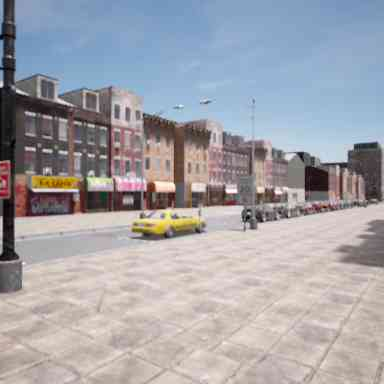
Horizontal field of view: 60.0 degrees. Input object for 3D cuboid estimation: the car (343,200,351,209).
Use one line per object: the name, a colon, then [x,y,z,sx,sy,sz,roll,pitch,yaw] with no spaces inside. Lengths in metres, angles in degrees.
car: [21.706,1.863,49.295,2.008,1.369,4.403,-1,-1,35]

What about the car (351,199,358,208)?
car: [24.962,1.925,53.882,2.008,1.369,4.403,-1,-1,35]

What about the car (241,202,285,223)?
car: [5.422,1.625,26.360,1.947,1.339,4.313,0,-1,35]

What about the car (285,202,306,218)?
car: [8.679,1.654,30.947,2.008,1.369,4.403,0,-1,35]

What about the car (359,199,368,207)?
car: [31.477,2.058,63.057,2.008,1.369,4.403,-1,-1,35]

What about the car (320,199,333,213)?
car: [15.192,1.745,40.121,1.887,1.381,4.507,-1,-1,35]

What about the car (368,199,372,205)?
car: [34.732,2.124,67.643,1.887,1.381,4.507,-1,-1,35]

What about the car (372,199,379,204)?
car: [44.501,2.373,81.403,2.008,1.369,4.403,-1,-1,35]

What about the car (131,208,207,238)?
car: [-0.994,1.508,17.325,1.752,1.417,4.829,0,-1,35]

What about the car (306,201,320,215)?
car: [11.935,1.732,35.534,1.802,1.307,4.206,0,-1,35]

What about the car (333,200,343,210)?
car: [18.449,1.695,44.710,1.967,1.590,4.097,-1,-1,35]
